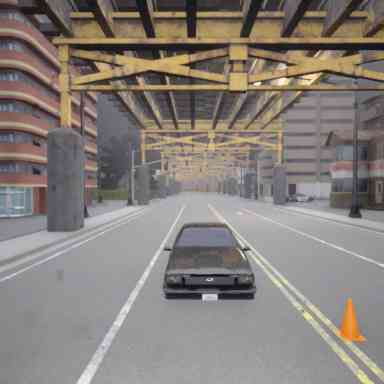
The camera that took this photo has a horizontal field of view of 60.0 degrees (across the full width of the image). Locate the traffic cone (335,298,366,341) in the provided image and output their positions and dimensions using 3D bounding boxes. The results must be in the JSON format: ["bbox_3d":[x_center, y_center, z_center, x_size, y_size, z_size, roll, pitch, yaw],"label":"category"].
[{"bbox_3d":[2.454,1.949,5.157,0.340,0.580,0.340,0,0,0],"label":"traffic cone"}]

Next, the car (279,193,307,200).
[{"bbox_3d":[17.861,0.799,59.011,4.536,1.218,1.853,0,1,25],"label":"car"}]

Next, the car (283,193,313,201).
[{"bbox_3d":[17.515,0.846,54.894,4.536,1.218,1.853,0,1,-20],"label":"car"}]

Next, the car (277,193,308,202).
[{"bbox_3d":[17.814,0.956,59.035,4.974,1.542,2.038,0,1,25],"label":"car"}]

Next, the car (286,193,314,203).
[{"bbox_3d":[17.466,1.004,54.878,4.974,1.542,2.038,0,1,-20],"label":"car"}]

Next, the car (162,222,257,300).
[{"bbox_3d":[0.362,1.533,8.764,2.033,1.411,5.357,0,0,1],"label":"car"}]
